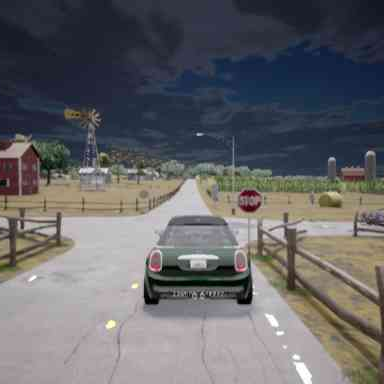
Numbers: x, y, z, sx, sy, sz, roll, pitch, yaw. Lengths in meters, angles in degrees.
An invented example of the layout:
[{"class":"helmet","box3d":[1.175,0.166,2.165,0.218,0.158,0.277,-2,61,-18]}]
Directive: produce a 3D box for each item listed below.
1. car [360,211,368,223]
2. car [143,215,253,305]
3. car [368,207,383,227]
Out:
[{"class":"car","box3d":[14.544,1.656,23.498,4.892,1.490,1.837,1,2,0]},{"class":"car","box3d":[0.124,1.329,8.202,2.097,1.767,4.553,0,0,0]},{"class":"car","box3d":[14.426,1.782,20.799,5.357,1.411,2.033,1,2,5]}]
